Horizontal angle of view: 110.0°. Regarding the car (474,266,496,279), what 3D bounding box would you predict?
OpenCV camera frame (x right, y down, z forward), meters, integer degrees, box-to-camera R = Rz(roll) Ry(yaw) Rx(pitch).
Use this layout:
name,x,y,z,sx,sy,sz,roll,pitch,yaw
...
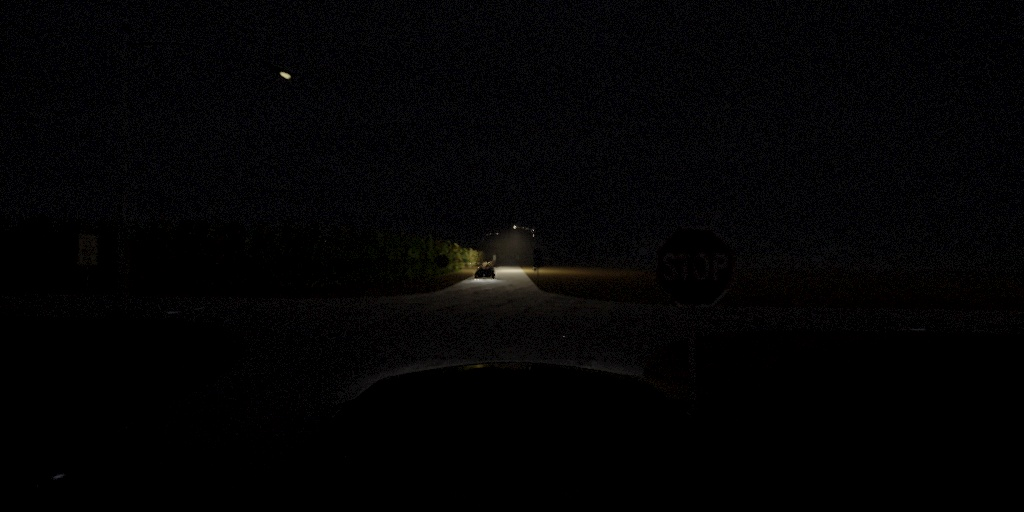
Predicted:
name,x,y,z,sx,sy,sz,roll,pitch,yaw
car,-2.754,1.712,37.492,1.994,1.385,4.181,0,0,0
